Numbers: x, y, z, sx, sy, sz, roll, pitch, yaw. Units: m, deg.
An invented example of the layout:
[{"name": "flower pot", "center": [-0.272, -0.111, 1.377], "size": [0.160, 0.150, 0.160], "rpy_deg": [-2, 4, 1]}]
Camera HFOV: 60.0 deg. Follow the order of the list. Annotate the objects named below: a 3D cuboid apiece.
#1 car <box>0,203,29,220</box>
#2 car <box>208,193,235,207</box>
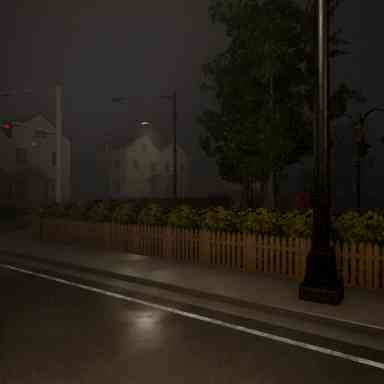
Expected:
[{"name": "car", "center": [-15.895, 1.547, 26.308], "size": [2.033, 1.411, 5.357], "rpy_deg": [0, 0, 35]}, {"name": "car", "center": [4.256, 1.221, 48.838], "size": [2.150, 2.045, 5.566], "rpy_deg": [0, 0, 35]}]
